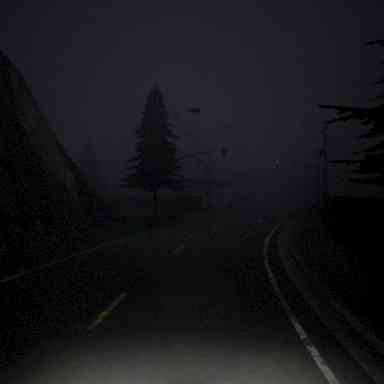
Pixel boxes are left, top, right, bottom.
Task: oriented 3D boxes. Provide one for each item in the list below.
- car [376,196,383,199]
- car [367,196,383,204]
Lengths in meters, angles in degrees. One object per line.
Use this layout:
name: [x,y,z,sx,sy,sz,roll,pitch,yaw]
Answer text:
car: [40.714,2.054,68.890,4.514,1.523,2.007,0,-1,18]
car: [45.225,1.976,80.524,4.605,1.855,1.932,0,-1,18]
